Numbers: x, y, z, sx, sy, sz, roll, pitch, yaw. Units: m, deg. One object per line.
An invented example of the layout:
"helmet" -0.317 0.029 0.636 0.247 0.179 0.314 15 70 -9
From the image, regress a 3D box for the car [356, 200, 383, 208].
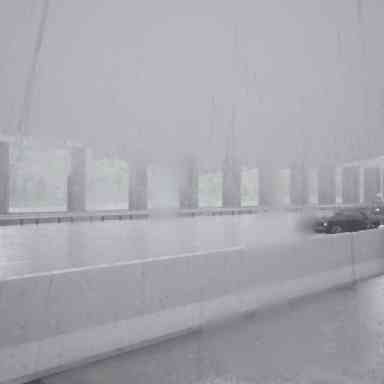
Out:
"car" 16.848 1.563 31.417 5.357 1.411 2.033 0 0 -31

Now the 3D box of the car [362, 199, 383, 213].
"car" 21.917 1.583 38.564 4.181 1.385 1.994 0 0 -31

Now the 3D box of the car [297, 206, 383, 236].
"car" 7.703 1.609 17.430 4.718 1.301 1.895 0 0 -33
